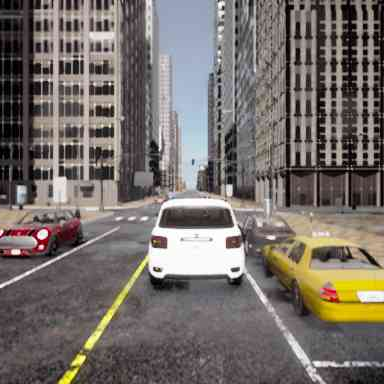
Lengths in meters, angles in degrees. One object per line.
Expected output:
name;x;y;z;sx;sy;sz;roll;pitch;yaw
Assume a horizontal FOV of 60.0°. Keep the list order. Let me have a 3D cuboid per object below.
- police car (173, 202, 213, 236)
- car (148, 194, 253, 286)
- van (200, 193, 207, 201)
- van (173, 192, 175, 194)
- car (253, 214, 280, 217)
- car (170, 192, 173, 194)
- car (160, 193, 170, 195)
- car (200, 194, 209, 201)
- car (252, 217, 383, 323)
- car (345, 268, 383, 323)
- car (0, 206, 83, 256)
police car;0.097;1.461;19.448;2.038;1.542;4.974;0;0;1
car;0.099;1.202;9.442;2.150;2.045;5.566;0;0;0
van;2.691;1.090;79.056;1.690;1.788;3.998;0;0;0
van;-5.689;1.065;84.744;1.690;1.788;3.998;0;0;0
car;2.692;1.524;12.743;2.008;1.369;4.403;0;0;0
car;-5.718;1.114;67.689;2.192;1.841;5.009;0;0;0
car;-5.784;1.263;62.004;1.967;1.590;4.097;0;0;0
car;2.691;1.214;73.371;1.967;1.590;4.097;0;0;0
car;2.692;1.511;7.245;1.752;1.417;4.829;0;0;0
car;2.692;1.548;1.405;2.008;1.369;4.403;0;0;0
car;-5.688;1.413;12.741;1.967;1.590;4.097;0;0;0
